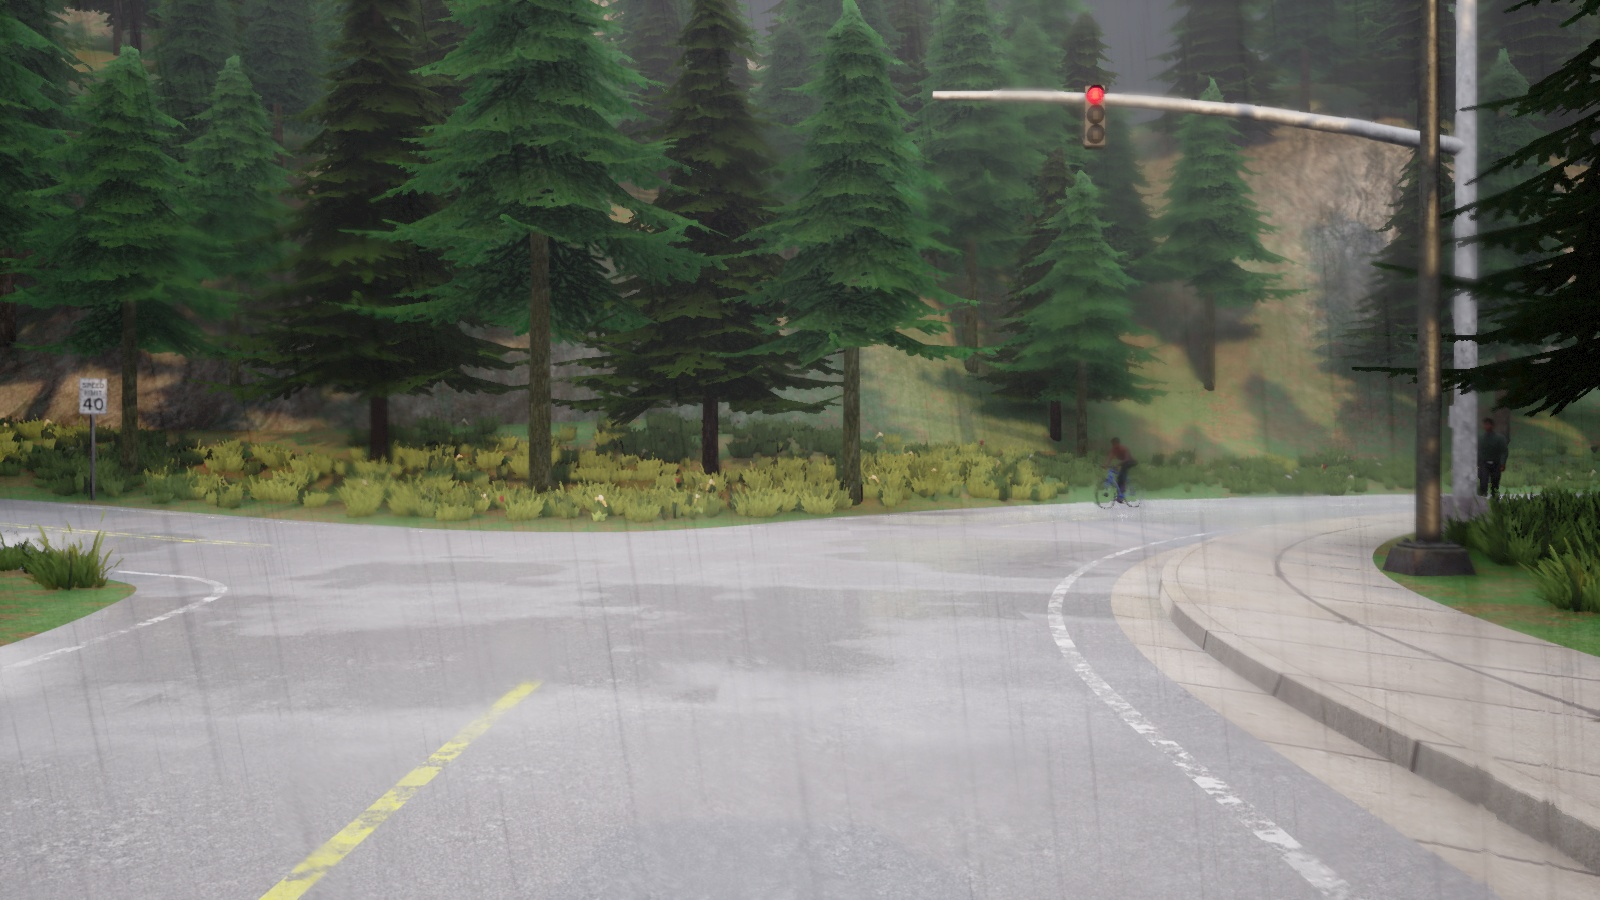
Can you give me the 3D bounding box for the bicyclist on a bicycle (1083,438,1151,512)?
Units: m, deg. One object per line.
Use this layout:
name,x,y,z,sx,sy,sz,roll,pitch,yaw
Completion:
bicyclist on a bicycle,7.130,0.546,28.201,1.656,1.620,0.582,-1,1,-37

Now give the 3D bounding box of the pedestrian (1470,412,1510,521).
pedestrian,12.557,0.290,22.862,0.788,1.949,0.423,0,0,-44
